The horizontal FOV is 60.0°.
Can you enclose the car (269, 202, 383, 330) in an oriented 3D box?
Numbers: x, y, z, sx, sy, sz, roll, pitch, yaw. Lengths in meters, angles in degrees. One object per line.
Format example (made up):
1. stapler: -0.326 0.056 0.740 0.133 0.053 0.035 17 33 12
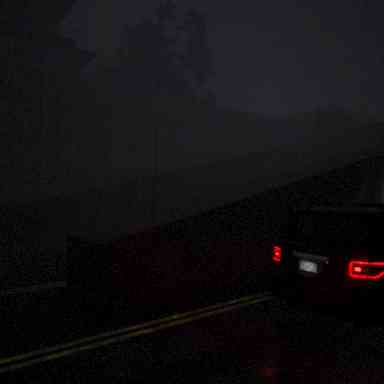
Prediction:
1. car: 3.982 1.220 6.649 5.566 2.045 2.150 0 0 -35
